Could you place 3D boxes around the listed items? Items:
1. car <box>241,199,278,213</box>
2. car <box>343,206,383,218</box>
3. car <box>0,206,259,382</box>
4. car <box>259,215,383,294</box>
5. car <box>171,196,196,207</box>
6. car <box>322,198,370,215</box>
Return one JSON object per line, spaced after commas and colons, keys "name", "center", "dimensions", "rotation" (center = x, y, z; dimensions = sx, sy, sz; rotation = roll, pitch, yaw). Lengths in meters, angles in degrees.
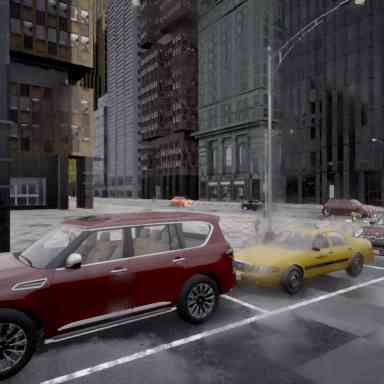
{"name": "car", "center": [7.745, 1.584, 38.460], "dimensions": [1.837, 1.490, 4.892], "rotation": [0, 0, -35]}
{"name": "car", "center": [7.632, 1.439, 12.099], "dimensions": [4.097, 1.590, 1.967], "rotation": [0, 0, -36]}
{"name": "car", "center": [-1.489, 1.315, 5.592], "dimensions": [5.009, 1.841, 2.192], "rotation": [0, 0, -36]}
{"name": "car", "center": [2.934, 1.525, 8.746], "dimensions": [4.829, 1.417, 1.752], "rotation": [0, 0, -36]}
{"name": "car", "center": [-1.412, 1.476, 51.353], "dimensions": [2.097, 1.767, 4.553], "rotation": [0, 0, -35]}
{"name": "car", "center": [14.027, 1.398, 29.646], "dimensions": [2.097, 1.767, 4.553], "rotation": [0, 0, -35]}
